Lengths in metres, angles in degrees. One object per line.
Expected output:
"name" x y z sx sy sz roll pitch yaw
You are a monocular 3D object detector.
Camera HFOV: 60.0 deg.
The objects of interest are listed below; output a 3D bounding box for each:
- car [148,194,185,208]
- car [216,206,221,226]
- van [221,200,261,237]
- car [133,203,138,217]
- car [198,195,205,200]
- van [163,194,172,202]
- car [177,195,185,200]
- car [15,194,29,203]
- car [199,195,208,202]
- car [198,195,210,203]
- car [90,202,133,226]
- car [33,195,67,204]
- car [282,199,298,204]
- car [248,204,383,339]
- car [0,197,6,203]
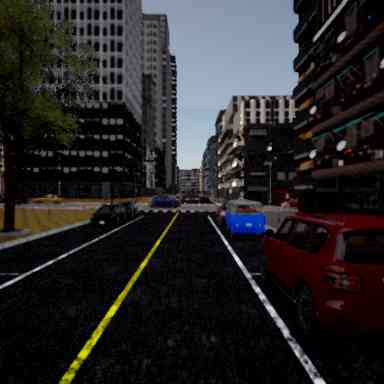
"car" -3.672 1.282 45.952 4.553 1.767 2.097 1 0 -1
"car" 2.691 1.426 23.182 1.967 1.590 4.097 0 0 0
"van" 2.690 1.330 17.631 1.690 1.788 3.998 0 0 0
"car" -5.688 1.548 28.428 1.947 1.339 4.313 0 0 0
"car" 2.700 1.515 95.002 2.008 1.369 4.403 0 0 0
"van" -5.683 1.307 78.040 1.690 1.788 3.998 0 0 0
"car" -2.989 1.490 90.605 2.128 1.511 4.902 0 0 0
"car" -27.470 1.037 51.390 4.313 1.339 1.947 1 -1 -1
"car" 2.698 1.511 78.039 1.887 1.381 4.507 0 0 0
"car" 2.697 1.534 68.072 1.947 1.339 4.313 0 0 0
"car" -5.689 1.551 23.182 1.947 1.339 4.313 0 0 0
"car" -22.025 1.098 51.539 4.829 1.417 1.752 1 -1 -1
"car" 16.034 1.732 51.879 4.097 1.590 1.967 1 -1 -1
"car" 2.689 1.311 6.529 2.192 1.841 5.009 0 0 0
"car" -27.364 0.816 43.014 5.009 1.841 2.192 1 -1 -1
